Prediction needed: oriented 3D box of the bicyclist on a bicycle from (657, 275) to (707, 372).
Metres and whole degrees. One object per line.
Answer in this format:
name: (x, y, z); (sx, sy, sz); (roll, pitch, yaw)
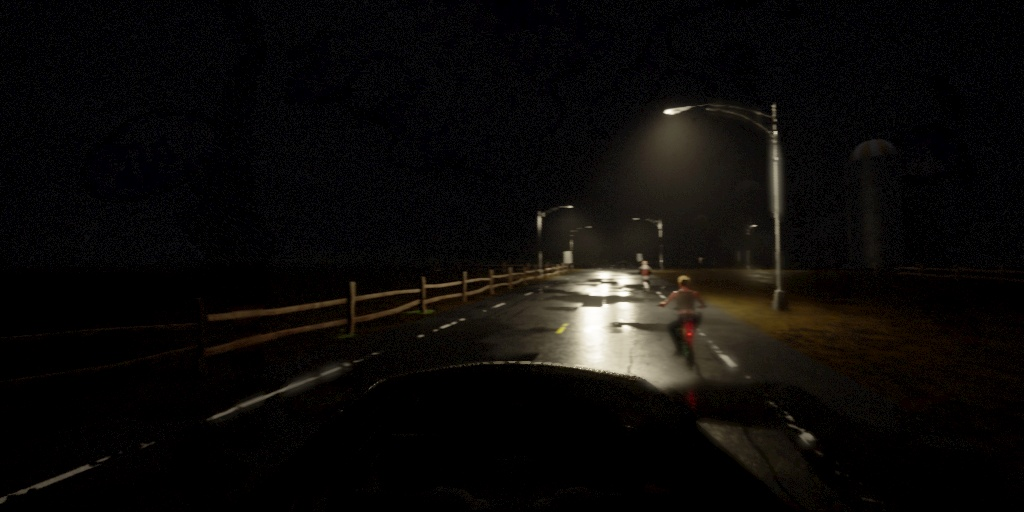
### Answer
bicyclist on a bicycle: (3.154, 1.159, 6.576); (0.866, 1.612, 1.509); (-1, -1, 17)

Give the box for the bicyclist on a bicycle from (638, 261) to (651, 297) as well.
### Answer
bicyclist on a bicycle: (6.600, 1.136, 17.797); (0.659, 1.776, 1.843); (-1, 0, 17)
